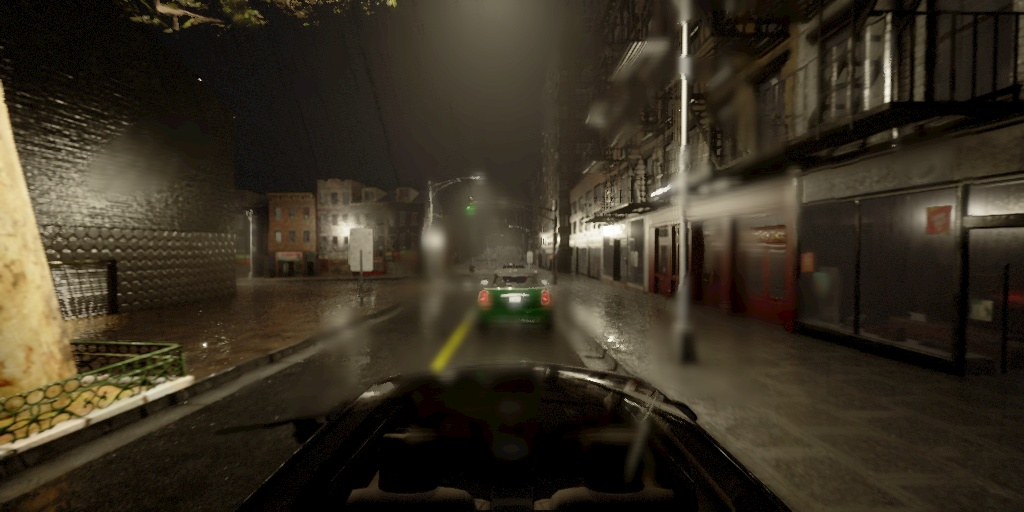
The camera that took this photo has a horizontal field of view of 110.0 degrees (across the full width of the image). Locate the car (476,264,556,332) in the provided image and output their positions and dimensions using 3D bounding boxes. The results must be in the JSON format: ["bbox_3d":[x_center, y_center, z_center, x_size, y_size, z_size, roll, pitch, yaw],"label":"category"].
[{"bbox_3d":[0.101,1.180,11.293,2.097,1.767,4.553,0,-1,0],"label":"car"}]

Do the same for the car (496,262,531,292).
[{"bbox_3d":[0.105,1.294,23.960,2.097,1.767,4.553,0,-1,0],"label":"car"}]
